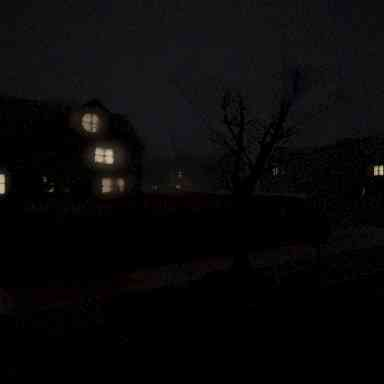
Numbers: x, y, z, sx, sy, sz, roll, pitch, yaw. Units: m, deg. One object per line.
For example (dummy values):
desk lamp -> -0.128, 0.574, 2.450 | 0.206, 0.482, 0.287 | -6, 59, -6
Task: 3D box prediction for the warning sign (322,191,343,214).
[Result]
warning sign -> 11.429, 0.830, 27.112 | 1.300, 1.860, 1.060 | -1, 0, -35
